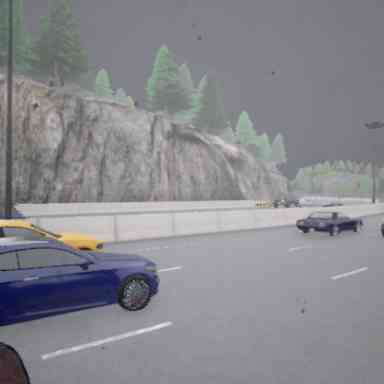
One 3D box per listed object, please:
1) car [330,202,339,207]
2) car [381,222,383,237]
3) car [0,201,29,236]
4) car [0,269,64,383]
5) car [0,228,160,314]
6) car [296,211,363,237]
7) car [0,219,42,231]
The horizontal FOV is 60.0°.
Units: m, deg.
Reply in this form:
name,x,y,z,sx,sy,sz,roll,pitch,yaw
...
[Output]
name,x,y,z,sx,sy,sz,roll,pitch,yaw
car,19.971,2.035,46.512,1.895,1.301,4.718,0,0,40
car,12.032,1.757,18.203,4.181,1.385,1.994,1,0,-42
car,-11.307,1.401,17.531,4.553,1.767,2.097,1,-1,-36
car,-3.020,1.557,1.700,4.181,1.385,1.994,1,0,-35
car,-2.836,1.549,6.128,4.674,1.442,1.812,1,0,-36
car,8.146,1.778,19.405,4.718,1.301,1.895,1,0,-41
car,-4.884,1.508,8.966,5.008,1.535,1.882,1,0,-36
